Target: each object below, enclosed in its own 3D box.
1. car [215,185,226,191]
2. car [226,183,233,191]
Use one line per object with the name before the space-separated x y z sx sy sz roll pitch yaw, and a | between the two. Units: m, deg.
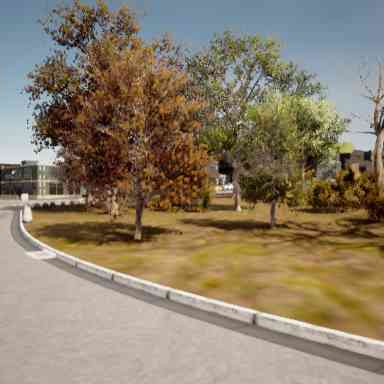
car | 5.772 -0.850 90.748 5.366 1.575 1.946 -4 2 -32
car | 10.696 -1.452 93.780 5.566 2.045 2.435 -4 2 -32
